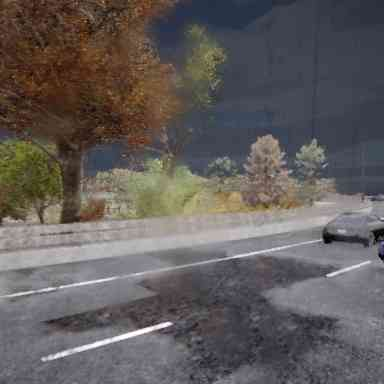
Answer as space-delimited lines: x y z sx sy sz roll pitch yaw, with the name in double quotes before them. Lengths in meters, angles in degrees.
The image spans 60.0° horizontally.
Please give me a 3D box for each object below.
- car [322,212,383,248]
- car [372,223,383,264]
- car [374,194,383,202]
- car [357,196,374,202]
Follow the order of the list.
"car" 7.664 1.607 15.172 4.181 1.385 1.994 0 0 -44
"car" 7.497 1.619 10.089 4.718 1.301 1.895 0 0 -41
"car" 42.955 1.356 76.202 2.097 1.767 4.553 0 0 6
"car" 39.498 1.572 76.751 1.994 1.385 4.181 0 0 6
